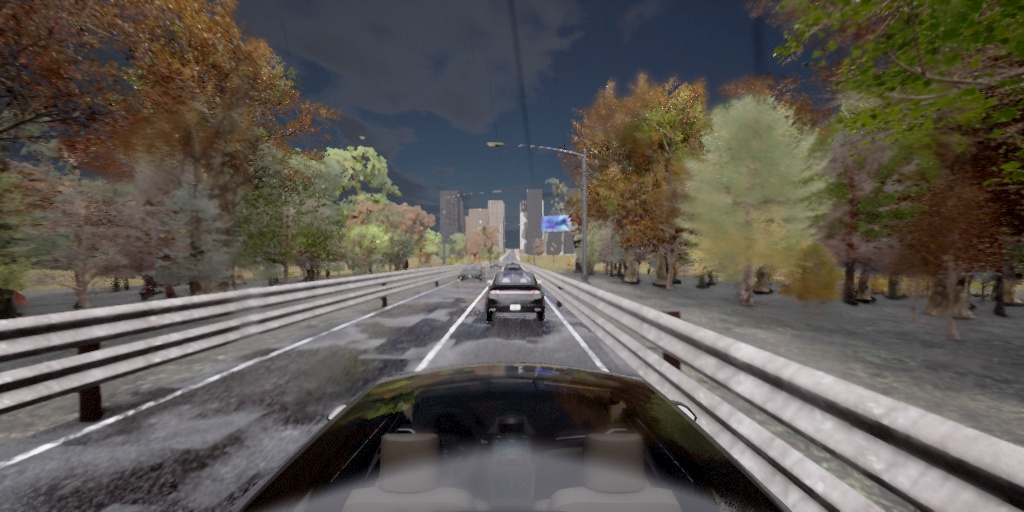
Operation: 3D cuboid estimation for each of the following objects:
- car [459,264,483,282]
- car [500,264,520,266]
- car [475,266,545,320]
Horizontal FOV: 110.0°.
[{"bbox_3d":[-3.349,1.441,31.138,1.837,1.490,4.892,0,-1,0],"label":"car"},{"bbox_3d":[0.095,1.475,34.584,1.837,1.490,4.892,0,-1,0],"label":"car"},{"bbox_3d":[0.095,1.273,12.693,2.128,1.511,4.902,0,0,0],"label":"car"}]
